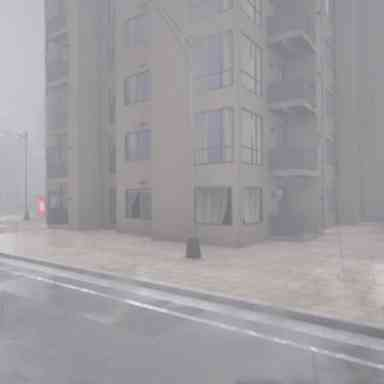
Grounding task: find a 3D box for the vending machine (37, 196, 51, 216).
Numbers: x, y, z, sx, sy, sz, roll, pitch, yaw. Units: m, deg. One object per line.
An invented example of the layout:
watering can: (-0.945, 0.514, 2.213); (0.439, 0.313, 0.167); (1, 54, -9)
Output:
vending machine: (-16.326, 1.519, 36.781); (1.100, 2.100, 0.880); (0, 0, 11)
